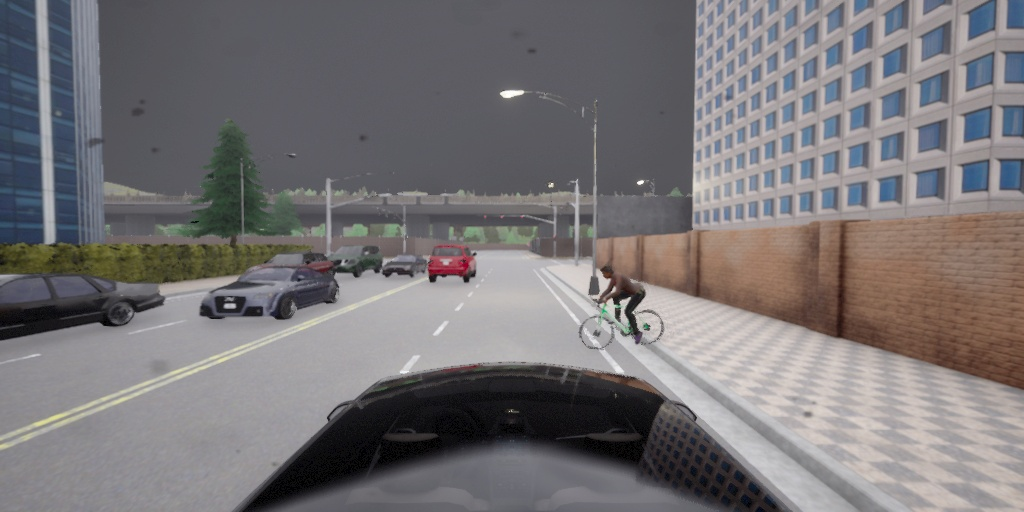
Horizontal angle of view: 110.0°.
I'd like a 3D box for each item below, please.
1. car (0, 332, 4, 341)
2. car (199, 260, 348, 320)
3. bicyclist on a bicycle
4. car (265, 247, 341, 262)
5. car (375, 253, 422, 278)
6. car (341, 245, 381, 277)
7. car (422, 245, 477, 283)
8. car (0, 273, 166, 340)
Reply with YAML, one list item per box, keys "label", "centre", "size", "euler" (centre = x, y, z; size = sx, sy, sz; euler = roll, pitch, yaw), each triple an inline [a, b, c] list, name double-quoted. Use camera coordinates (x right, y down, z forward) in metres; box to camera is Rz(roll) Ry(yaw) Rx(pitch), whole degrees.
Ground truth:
- label: "car"
  centre: [-7.104, 1.203, 1.815]
  size: [1.882, 1.535, 5.008]
  euler: [0, 2, 0]
- label: "car"
  centre: [-7.071, 1.008, 10.983]
  size: [1.994, 1.385, 4.181]
  euler: [0, 2, 0]
- label: "bicyclist on a bicycle"
  centre: [2.069, 0.975, 6.912]
  size: [1.656, 1.620, 0.582]
  euler: [-6, 2, 0]
- label: "car"
  centre: [-10.534, 0.590, 17.299]
  size: [2.097, 1.767, 4.553]
  euler: [0, 2, 0]
- label: "car"
  centre: [-6.946, 0.600, 23.932]
  size: [2.033, 1.411, 5.357]
  euler: [0, 2, 0]
- label: "car"
  centre: [-10.445, 0.278, 23.901]
  size: [2.150, 2.045, 5.566]
  euler: [0, 2, 0]
- label: "car"
  centre: [-3.353, 0.370, 20.928]
  size: [2.150, 2.045, 5.566]
  euler: [0, 2, 0]
- label: "car"
  centre: [-10.587, 1.086, 7.561]
  size: [2.033, 1.411, 5.357]
  euler: [0, 2, 0]
